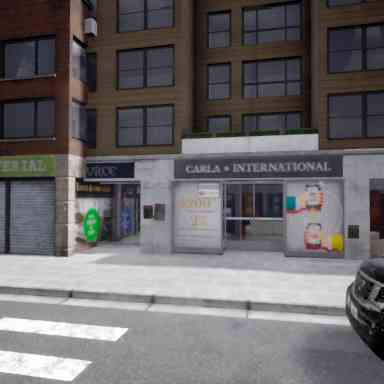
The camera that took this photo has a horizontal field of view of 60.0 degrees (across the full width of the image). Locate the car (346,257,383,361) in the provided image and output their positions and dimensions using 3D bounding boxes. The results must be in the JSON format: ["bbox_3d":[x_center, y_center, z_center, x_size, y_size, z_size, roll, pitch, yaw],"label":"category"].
[{"bbox_3d":[4.920,1.230,3.973,5.566,2.045,2.150,-1,-2,13],"label":"car"}]
